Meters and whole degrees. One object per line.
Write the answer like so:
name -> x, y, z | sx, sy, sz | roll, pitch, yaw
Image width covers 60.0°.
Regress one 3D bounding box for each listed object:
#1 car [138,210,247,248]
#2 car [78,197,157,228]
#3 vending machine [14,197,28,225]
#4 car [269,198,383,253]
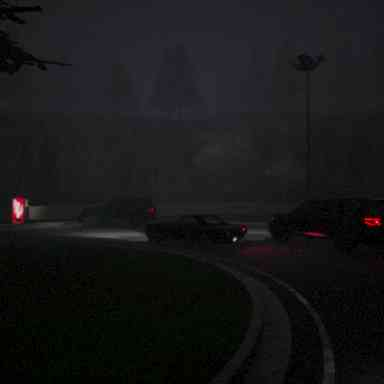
car -> 0.009, 1.692, 15.191 | 4.718, 1.301, 1.895 | -1, -1, 37
car -> -5.234, 1.413, 23.820 | 5.566, 2.045, 2.150 | -1, -1, 3
vending machine -> -13.528, 1.482, 26.372 | 0.880, 2.100, 1.100 | 0, 0, -22
car -> 5.778, 1.251, 14.139 | 2.150, 2.045, 5.566 | 1, -1, -30
